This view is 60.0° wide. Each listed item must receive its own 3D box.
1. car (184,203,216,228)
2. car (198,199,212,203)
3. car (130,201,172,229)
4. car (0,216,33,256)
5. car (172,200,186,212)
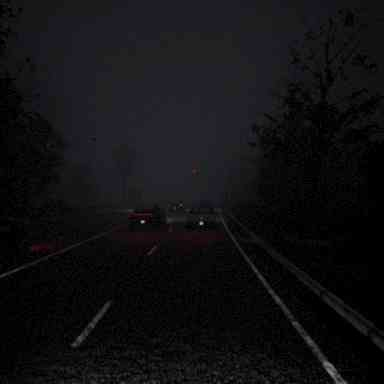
[{"bbox_3d":[0.690,1.698,23.127,1.895,1.301,4.718,0,0,3],"label":"car"},{"bbox_3d":[1.696,1.675,40.850,1.837,1.490,4.892,0,-1,4],"label":"car"},{"bbox_3d":[-2.846,1.584,22.388,2.128,1.511,4.902,0,0,2],"label":"car"},{"bbox_3d":[-6.946,1.533,10.549,2.128,1.511,4.902,0,0,1],"label":"car"},{"bbox_3d":[-1.825,1.695,40.744,1.812,1.442,4.674,0,0,4],"label":"car"}]
